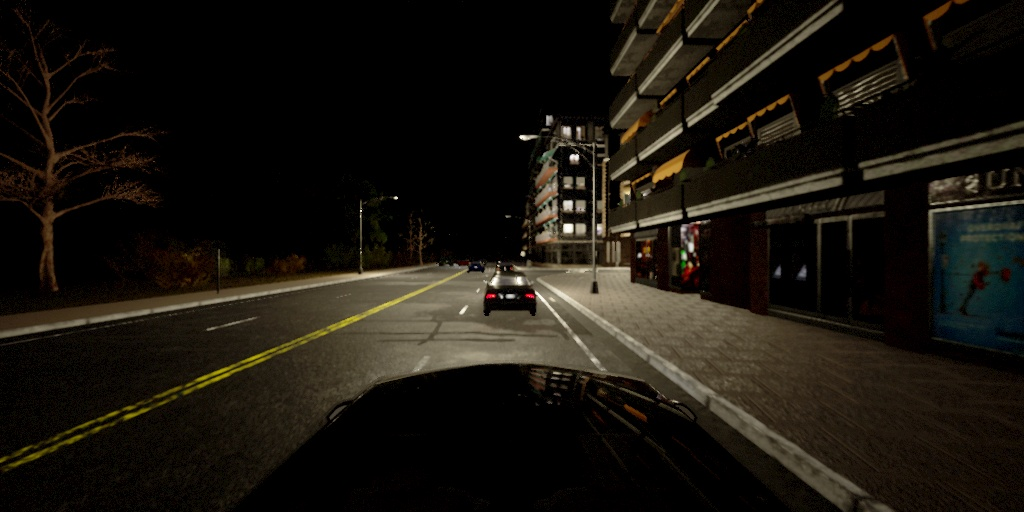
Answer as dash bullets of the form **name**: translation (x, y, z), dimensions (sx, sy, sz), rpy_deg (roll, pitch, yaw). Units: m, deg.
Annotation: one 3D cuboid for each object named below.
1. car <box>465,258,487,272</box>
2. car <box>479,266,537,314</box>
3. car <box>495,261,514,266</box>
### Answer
- **car**: translation (-4.369, 1.288, 44.467), dimensions (1.994, 1.385, 4.181), rpy_deg (0, 0, -3)
- **car**: translation (-0.089, 1.286, 13.569), dimensions (2.033, 1.411, 5.357), rpy_deg (0, 0, -1)
- **car**: translation (-0.769, 1.225, 36.290), dimensions (2.033, 1.411, 5.357), rpy_deg (-1, 0, -2)
